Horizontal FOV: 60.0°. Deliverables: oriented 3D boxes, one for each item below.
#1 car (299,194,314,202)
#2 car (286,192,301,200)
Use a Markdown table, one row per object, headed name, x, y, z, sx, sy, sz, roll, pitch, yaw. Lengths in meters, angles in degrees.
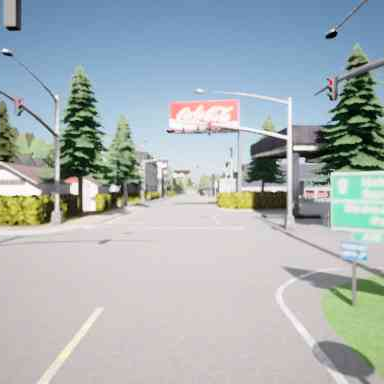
| name | x | y | z | sx | sy | sz | roll | pitch | yaw |
| --- | --- | --- | --- | --- | --- | --- | --- | --- | --- |
| car | 22.651 | 1.204 | 65.701 | 1.970 | 1.475 | 3.806 | 0 | 0 | 0 |
| car | 22.616 | 0.896 | 74.178 | 1.932 | 1.855 | 4.605 | 0 | 0 | 0 |
